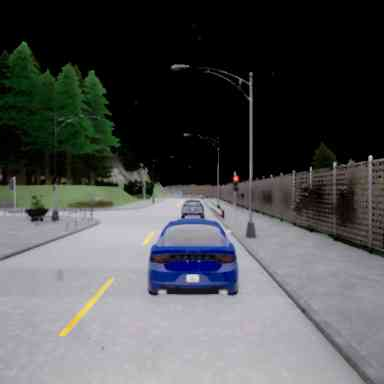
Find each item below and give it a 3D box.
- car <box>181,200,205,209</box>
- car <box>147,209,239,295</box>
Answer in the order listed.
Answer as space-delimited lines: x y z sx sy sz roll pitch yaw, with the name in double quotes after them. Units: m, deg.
0.066 1.368 27.572 2.033 1.411 5.357 0 0 0 "car"
0.035 1.421 8.602 1.882 1.535 5.008 0 0 0 "car"
